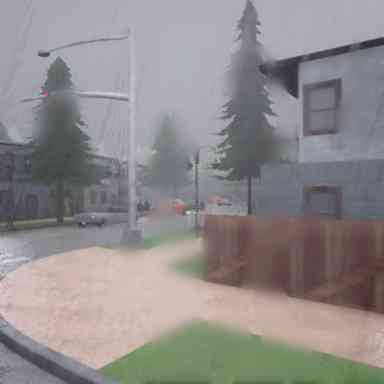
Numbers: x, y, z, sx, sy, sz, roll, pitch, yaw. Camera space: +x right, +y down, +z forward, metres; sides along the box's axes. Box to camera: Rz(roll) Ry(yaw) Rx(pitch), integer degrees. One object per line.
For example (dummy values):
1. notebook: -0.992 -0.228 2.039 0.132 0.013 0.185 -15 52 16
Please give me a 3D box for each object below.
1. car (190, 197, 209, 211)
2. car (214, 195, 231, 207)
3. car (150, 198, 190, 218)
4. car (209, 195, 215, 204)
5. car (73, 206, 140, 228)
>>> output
1. car: 0.438 1.574 40.165 1.994 1.385 4.181 0 0 10
2. car: 5.037 1.578 52.761 1.994 1.385 4.181 0 0 0
3. car: -2.146 1.358 30.598 2.097 1.767 4.553 0 0 19
4. car: 3.998 1.375 62.509 2.097 1.767 4.553 0 0 -11
5. car: -5.639 1.604 22.384 1.895 1.301 4.718 0 0 28
